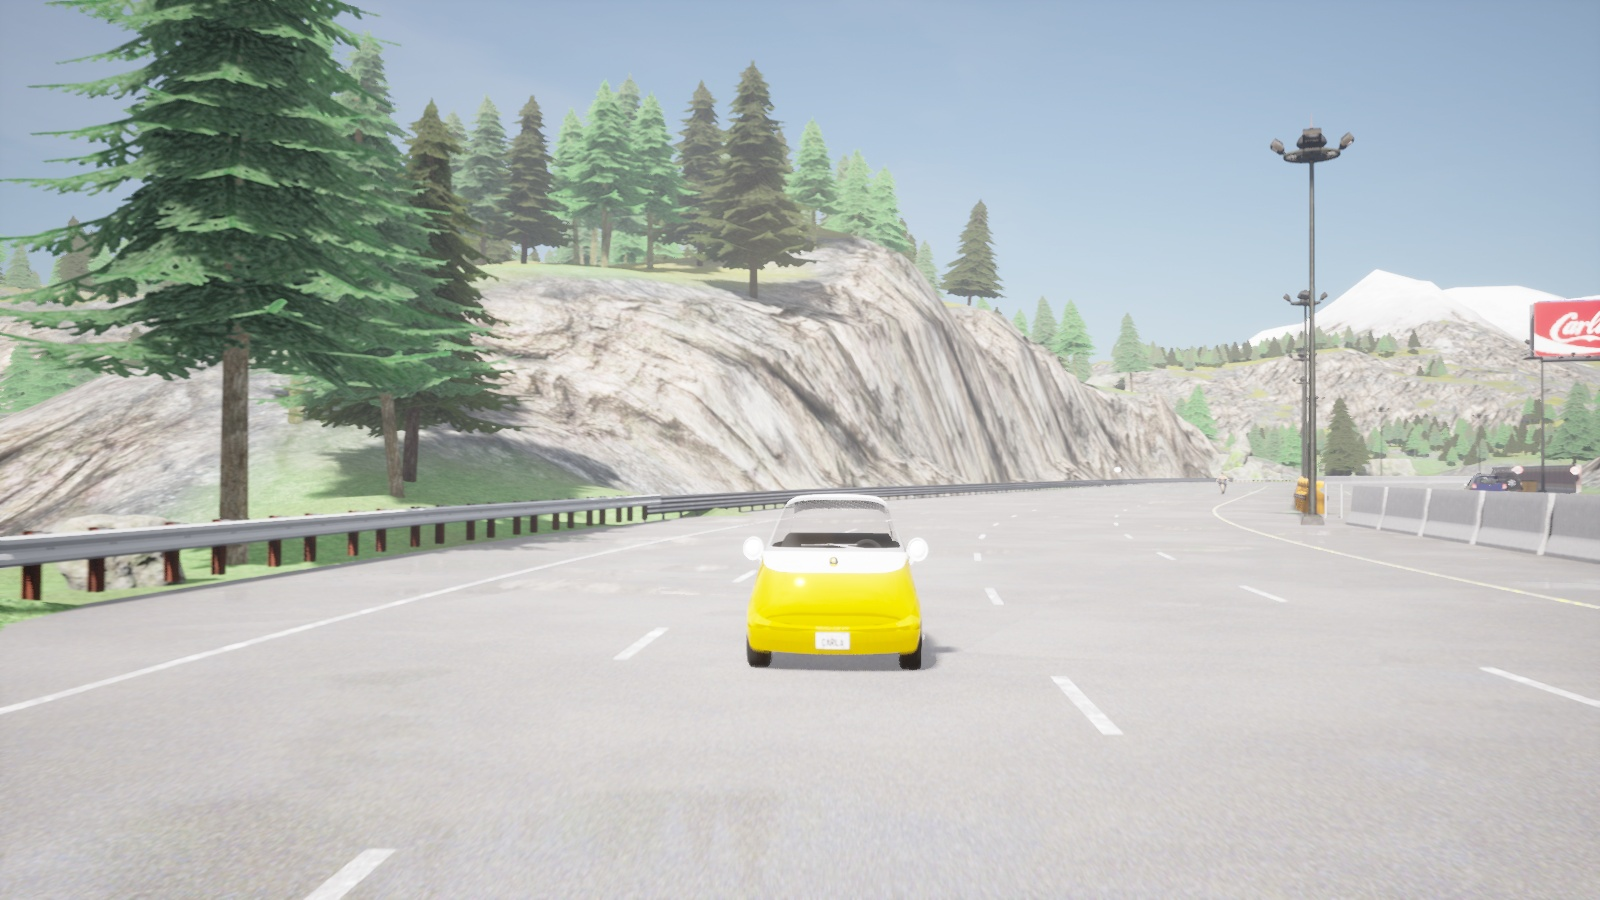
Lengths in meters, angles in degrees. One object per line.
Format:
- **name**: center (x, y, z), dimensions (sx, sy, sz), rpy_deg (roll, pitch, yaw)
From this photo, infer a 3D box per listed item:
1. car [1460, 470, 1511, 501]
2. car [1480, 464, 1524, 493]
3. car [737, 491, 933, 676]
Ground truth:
- **car**: center (34.926, 1.775, 64.043), dimensions (1.845, 1.501, 3.633), rpy_deg (-1, -1, 22)
- **car**: center (46.226, 1.848, 82.735), dimensions (1.932, 1.855, 4.605), rpy_deg (-1, -1, 22)
- **car**: center (0.332, 1.047, 10.644), dimensions (1.481, 1.376, 2.207), rpy_deg (0, -1, 4)
